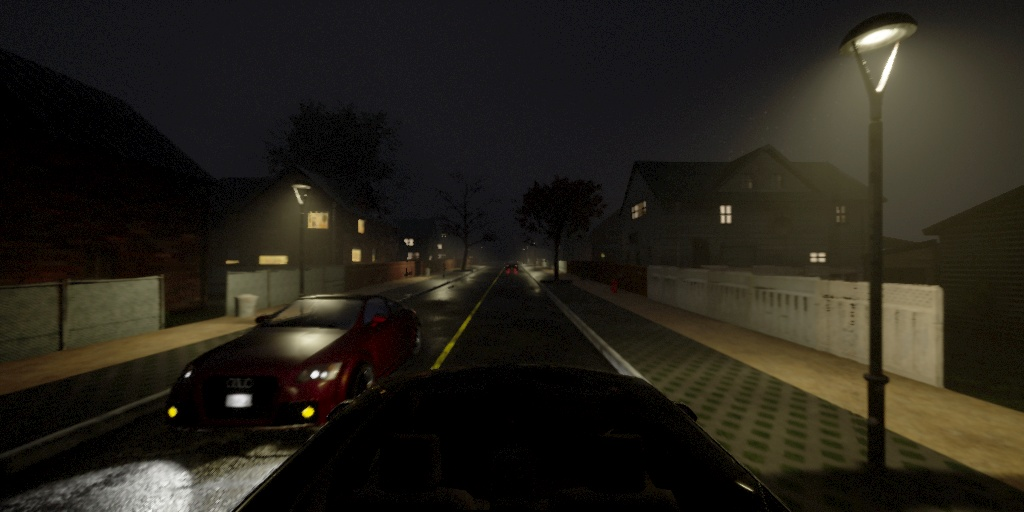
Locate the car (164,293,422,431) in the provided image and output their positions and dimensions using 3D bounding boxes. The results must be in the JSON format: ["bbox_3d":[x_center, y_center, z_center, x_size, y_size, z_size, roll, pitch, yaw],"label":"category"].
[{"bbox_3d":[-2.832,1.316,5.717,1.994,1.385,4.181,0,0,0],"label":"car"}]

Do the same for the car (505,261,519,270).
[{"bbox_3d":[-0.017,1.420,52.351,1.895,1.301,4.718,0,0,0],"label":"car"}]
